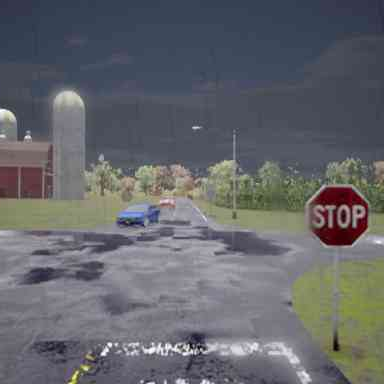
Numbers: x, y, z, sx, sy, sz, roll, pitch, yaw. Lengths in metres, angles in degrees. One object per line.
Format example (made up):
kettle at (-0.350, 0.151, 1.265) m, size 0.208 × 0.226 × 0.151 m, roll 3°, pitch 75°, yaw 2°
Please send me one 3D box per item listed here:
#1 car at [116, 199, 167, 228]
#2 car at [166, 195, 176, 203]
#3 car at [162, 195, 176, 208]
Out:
car at (-3.472, 1.523, 22.729) m, size 1.882 × 1.535 × 5.008 m, roll 0°, pitch 1°, yaw 10°
car at (-4.449, 1.476, 71.225) m, size 1.882 × 1.535 × 5.008 m, roll 0°, pitch 0°, yaw -2°
car at (-3.453, 1.308, 46.373) m, size 2.097 × 1.767 × 4.553 m, roll 0°, pitch 0°, yaw -2°
